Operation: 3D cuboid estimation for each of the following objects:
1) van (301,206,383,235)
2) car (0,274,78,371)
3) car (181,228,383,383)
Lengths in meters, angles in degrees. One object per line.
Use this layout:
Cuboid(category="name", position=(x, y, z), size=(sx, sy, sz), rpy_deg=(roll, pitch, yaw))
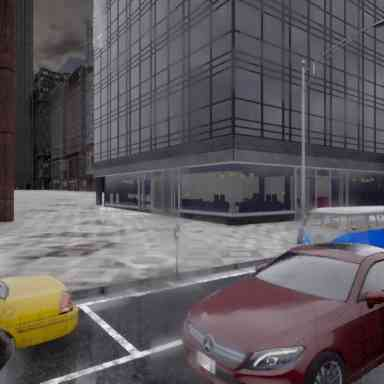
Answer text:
Cuboid(category="van", position=(5.080, 1.341, 10.288), size=(3.998, 1.788, 1.690), rpy_deg=(0, 0, -36))
Cuboid(category="car", position=(-3.905, 1.525, 3.864), size=(4.829, 1.417, 1.752), rpy_deg=(0, 0, -36))
Cuboid(category="car", position=(2.042, 1.526, 4.841), size=(4.674, 1.442, 1.812), rpy_deg=(0, 0, -36))
